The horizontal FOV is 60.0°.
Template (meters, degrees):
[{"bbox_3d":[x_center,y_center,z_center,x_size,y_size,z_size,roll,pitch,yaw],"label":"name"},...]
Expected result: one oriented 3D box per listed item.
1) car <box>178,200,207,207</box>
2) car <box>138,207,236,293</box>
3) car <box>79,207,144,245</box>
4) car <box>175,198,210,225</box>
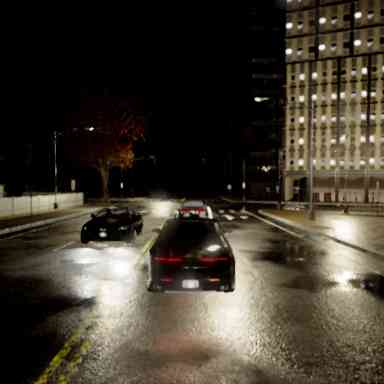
[{"bbox_3d":[0.102,1.294,13.314,2.128,1.511,4.902,0,1,0],"label":"car"},{"bbox_3d":[-0.016,1.379,8.491,1.837,1.490,4.892,0,1,0],"label":"car"},{"bbox_3d":[-3.274,1.355,14.259,1.994,1.385,4.181,0,1,1],"label":"car"},{"bbox_3d":[0.039,1.223,22.342,2.033,1.411,5.357,0,1,0],"label":"car"}]
